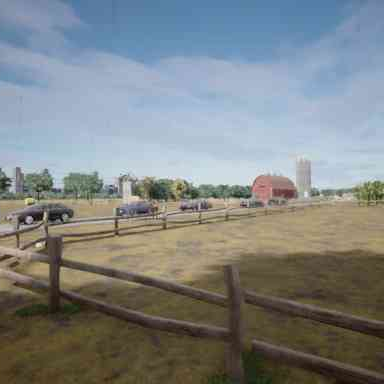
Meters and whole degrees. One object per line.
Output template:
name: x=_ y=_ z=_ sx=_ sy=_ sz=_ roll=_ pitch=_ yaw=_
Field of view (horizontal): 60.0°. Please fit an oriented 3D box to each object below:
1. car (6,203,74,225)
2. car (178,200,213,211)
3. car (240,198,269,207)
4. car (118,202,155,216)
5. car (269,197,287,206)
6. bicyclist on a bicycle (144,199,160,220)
car: x=-11.339 y=1.597 z=25.100 sx=1.837 sy=1.490 sz=4.892 roll=-2 pitch=-1 yaw=35
car: x=0.552 y=1.667 z=41.831 sx=2.033 sy=1.411 sz=5.357 roll=-2 pitch=-1 yaw=36
car: x=8.873 y=1.602 z=48.553 sx=2.033 sy=1.411 sz=5.357 roll=-2 pitch=-1 yaw=36
car: x=-5.601 y=1.669 z=33.179 sx=1.994 sy=1.385 sz=4.181 roll=-2 pitch=-1 yaw=35
car: x=14.574 y=1.608 z=56.669 sx=1.837 sy=1.490 sz=4.892 roll=-2 pitch=-2 yaw=35
bicyclist on a bicycle: x=-3.160 y=1.415 z=26.297 sx=1.656 sy=1.620 sz=0.582 roll=0 pitch=0 yaw=35
